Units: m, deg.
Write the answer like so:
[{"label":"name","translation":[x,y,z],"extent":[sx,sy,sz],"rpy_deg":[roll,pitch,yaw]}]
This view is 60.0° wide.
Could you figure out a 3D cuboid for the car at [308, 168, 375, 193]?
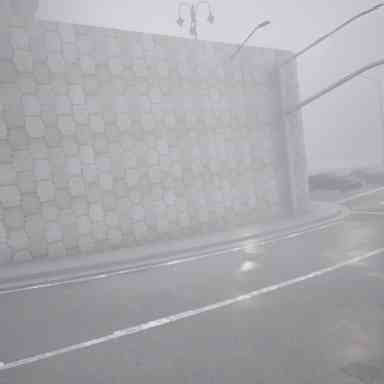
[{"label":"car","translation":[10.802,-0.788,25.657],"extent":[2.128,1.511,4.902],"rpy_deg":[-11,7,-35]}]

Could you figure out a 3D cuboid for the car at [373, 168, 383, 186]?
[{"label":"car","translation":[14.243,-1.241,26.807],"extent":[1.895,1.301,4.718],"rpy_deg":[-11,7,-35]}]
